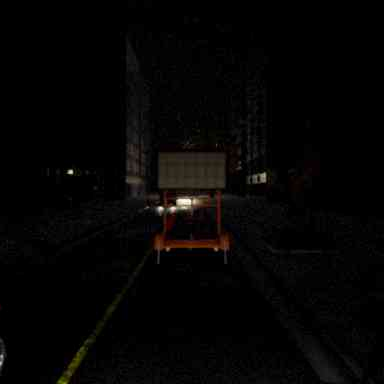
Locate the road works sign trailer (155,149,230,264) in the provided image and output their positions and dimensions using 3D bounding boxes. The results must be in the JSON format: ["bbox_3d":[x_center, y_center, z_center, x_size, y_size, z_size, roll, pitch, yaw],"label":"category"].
[{"bbox_3d":[0.001,0.337,11.319,2.380,3.560,2.880,0,1,0],"label":"road works sign trailer"}]

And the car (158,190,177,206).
[{"bbox_3d":[-3.091,0.739,43.212,2.150,2.045,5.566,0,1,0],"label":"car"}]

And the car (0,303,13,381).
[{"bbox_3d":[-3.099,1.538,2.207,1.994,1.385,4.181,0,1,0],"label":"car"}]
